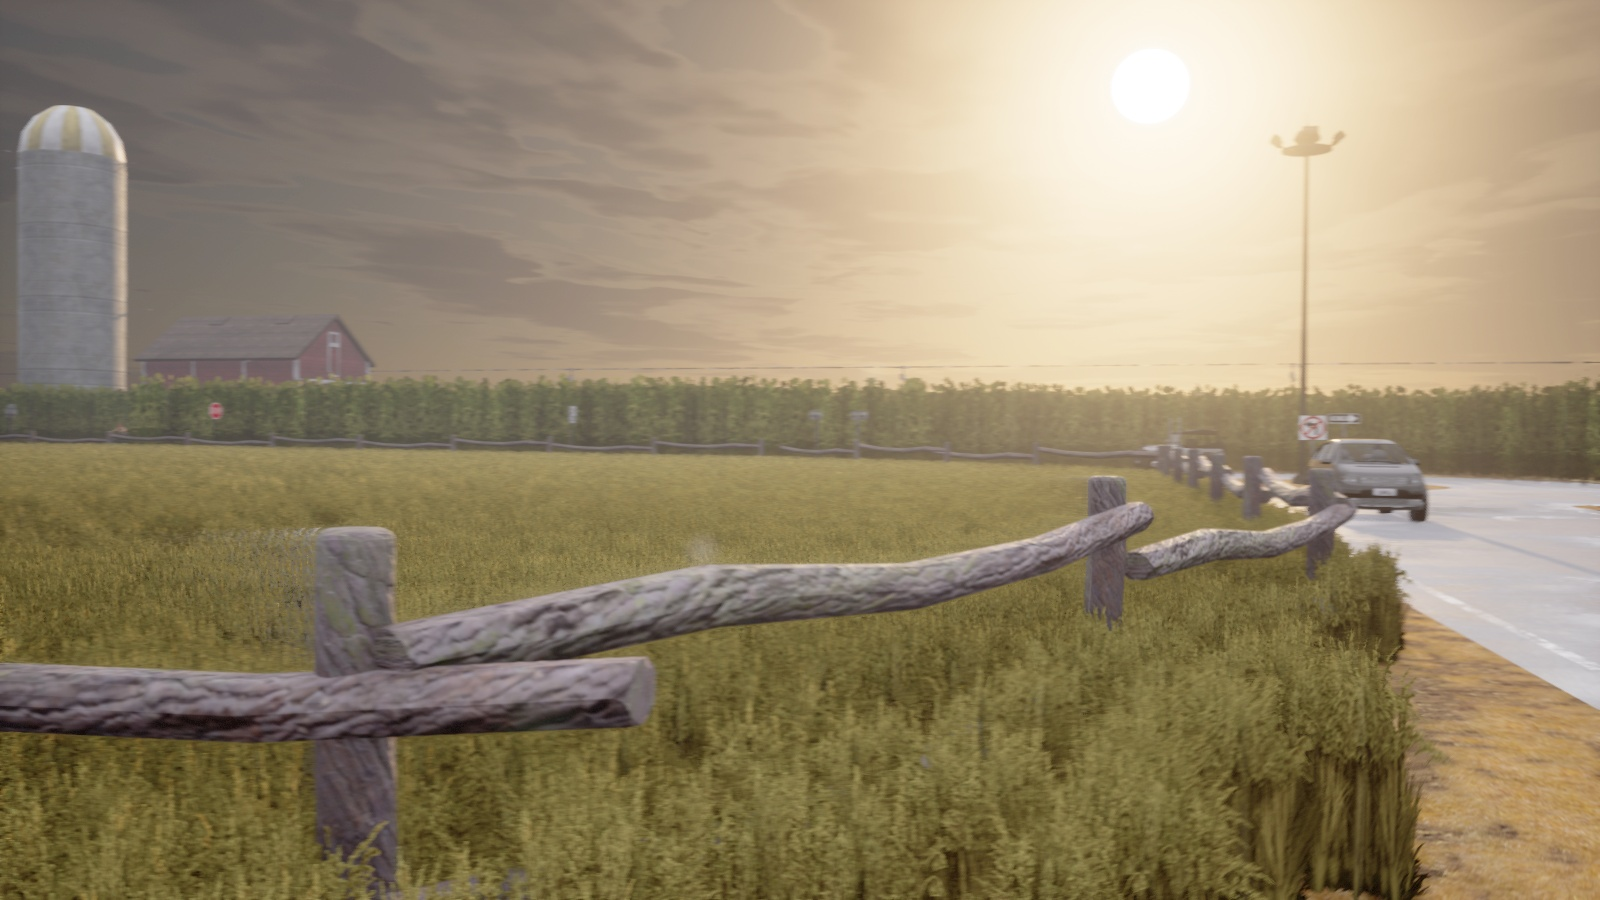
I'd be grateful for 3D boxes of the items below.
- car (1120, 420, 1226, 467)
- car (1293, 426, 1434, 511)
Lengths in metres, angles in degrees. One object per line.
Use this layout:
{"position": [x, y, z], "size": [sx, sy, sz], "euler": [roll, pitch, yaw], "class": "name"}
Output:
{"position": [15.610, -0.284, 52.712], "size": [3.866, 1.878, 1.905], "euler": [-1, 1, -1], "class": "car"}
{"position": [11.046, 0.322, 24.872], "size": [1.789, 1.549, 3.705], "euler": [0, 1, 12], "class": "car"}
